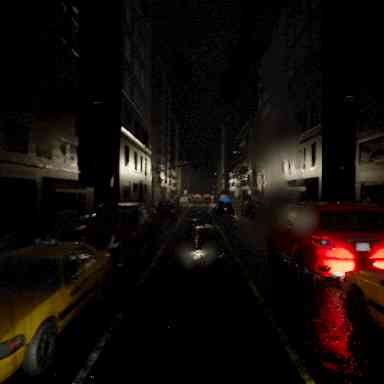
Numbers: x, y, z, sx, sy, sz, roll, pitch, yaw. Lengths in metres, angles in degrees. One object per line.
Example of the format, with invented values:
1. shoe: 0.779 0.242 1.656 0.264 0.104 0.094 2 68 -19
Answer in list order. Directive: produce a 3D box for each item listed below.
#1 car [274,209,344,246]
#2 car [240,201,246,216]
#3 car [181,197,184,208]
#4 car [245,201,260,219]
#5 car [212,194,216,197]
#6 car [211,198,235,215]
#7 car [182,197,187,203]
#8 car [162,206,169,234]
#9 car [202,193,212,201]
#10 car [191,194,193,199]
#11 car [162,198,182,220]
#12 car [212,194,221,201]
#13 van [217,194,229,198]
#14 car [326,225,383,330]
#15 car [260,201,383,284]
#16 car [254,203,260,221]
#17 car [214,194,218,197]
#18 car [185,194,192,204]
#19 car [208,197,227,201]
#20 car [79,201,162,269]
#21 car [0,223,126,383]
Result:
1. car: 5.643 1.635 16.656 2.008 1.369 4.403 1 0 1
2. car: 5.931 1.556 33.210 1.967 1.590 4.097 1 0 1
3. car: -2.096 1.561 33.170 1.752 1.417 4.829 1 0 1
4. car: 5.834 1.687 27.692 1.802 1.307 4.206 1 0 1
5. car: 6.889 1.793 88.527 1.802 1.307 4.206 1 0 1
6. car: 3.371 1.657 34.886 1.994 1.385 4.181 1 0 1
7. car: -1.998 1.597 38.858 2.008 1.369 4.403 1 0 1
8. car: -2.381 1.587 16.788 1.802 1.307 4.206 1 0 1
9. car: 4.308 1.731 91.841 1.895 1.301 4.718 1 0 1
10. car: -1.430 1.650 71.616 1.887 1.381 4.507 1 0 1
11. car: -2.188 1.466 27.824 1.967 1.590 4.097 1 0 1
12. car: 6.990 1.533 94.208 2.192 1.841 5.009 1 0 1
13. van: 6.497 1.515 65.805 1.690 1.788 3.998 1 0 1
14. car: 3.595 1.499 3.986 1.801 1.575 5.366 1 0 1
15. car: 3.716 1.278 9.823 2.150 2.045 5.566 1 0 1
16. car: 5.739 1.646 22.173 2.008 1.369 4.403 1 0 1
17. car: 6.692 1.776 77.165 1.802 1.307 4.206 1 0 1
18. car: -1.529 1.645 65.935 2.008 1.369 4.403 1 0 1
19. car: 3.508 1.712 45.201 1.895 1.301 4.718 1 0 1
20. car: -2.474 1.310 11.270 2.192 1.841 5.009 1 0 1
21. car: -2.570 1.510 5.585 1.752 1.417 4.829 1 0 1
